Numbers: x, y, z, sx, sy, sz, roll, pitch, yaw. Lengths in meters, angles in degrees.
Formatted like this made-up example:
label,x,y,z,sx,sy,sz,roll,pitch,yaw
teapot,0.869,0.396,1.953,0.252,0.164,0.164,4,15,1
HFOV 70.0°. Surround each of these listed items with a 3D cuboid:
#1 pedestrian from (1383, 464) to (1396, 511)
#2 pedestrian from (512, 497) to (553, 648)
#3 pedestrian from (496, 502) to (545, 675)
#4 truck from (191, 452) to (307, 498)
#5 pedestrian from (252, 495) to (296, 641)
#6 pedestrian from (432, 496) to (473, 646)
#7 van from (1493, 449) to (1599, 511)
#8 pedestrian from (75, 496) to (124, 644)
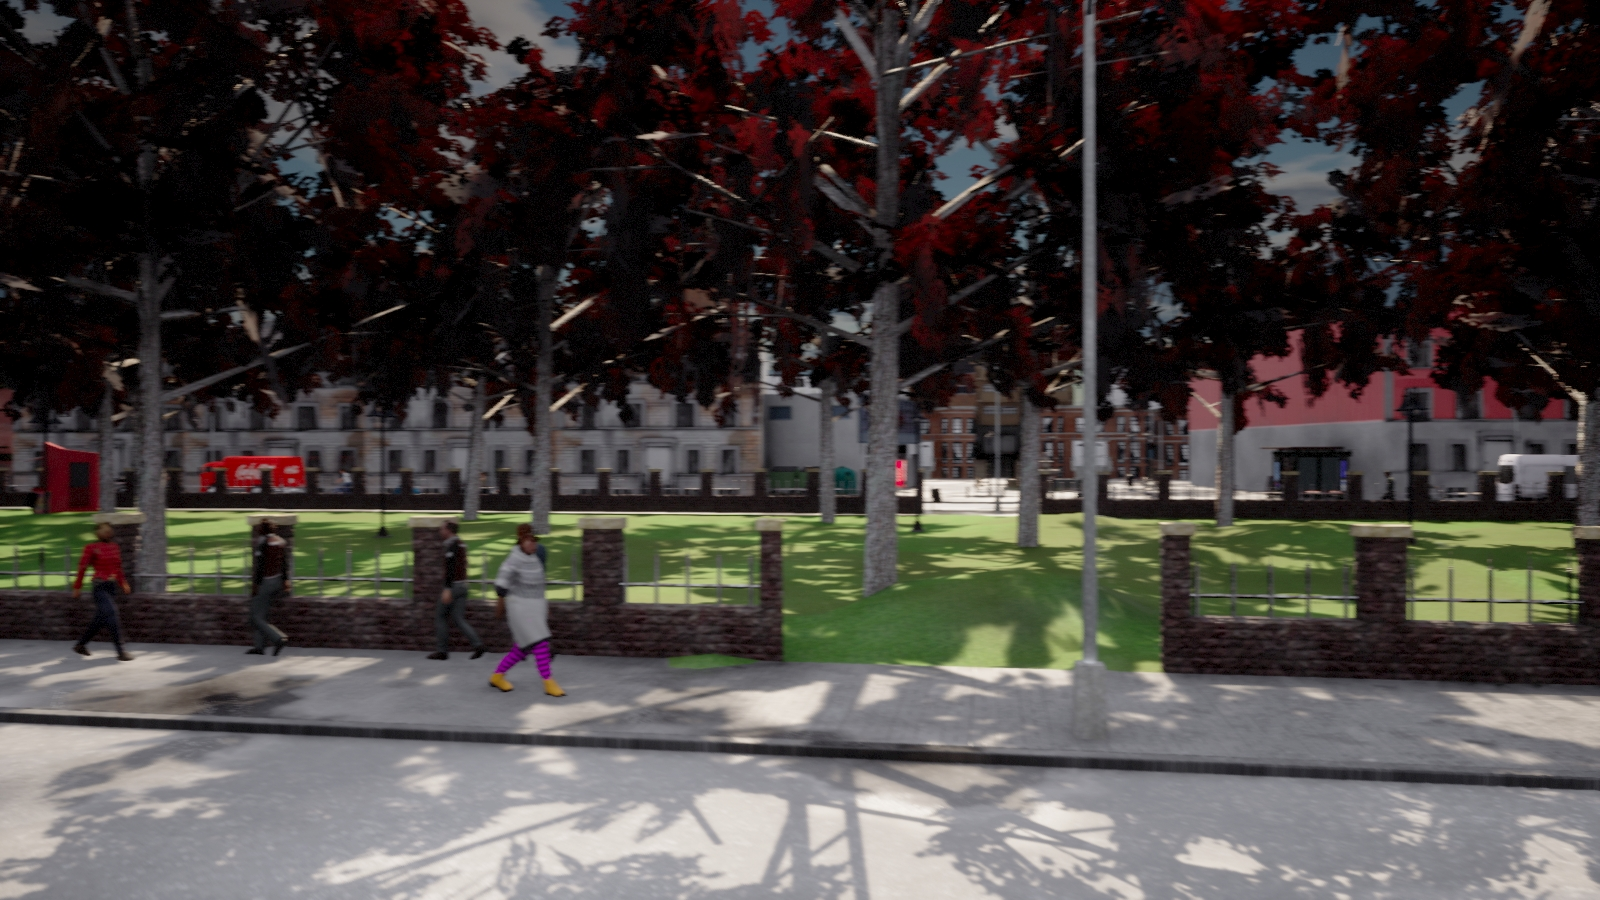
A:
label,x,y,z,sx,sy,sz,roll,pitch,yaw
pedestrian,23.505,1.480,45.580,0.375,1.860,0.375,0,0,9
pedestrian,-3.356,1.523,14.349,0.375,1.860,0.375,0,0,10
pedestrian,-3.099,1.522,12.667,0.375,1.860,0.375,0,0,22
truck,-30.455,1.363,63.236,5.204,2.467,2.627,0,0,9
pedestrian,-6.849,1.527,14.889,0.375,1.860,0.375,0,0,11
pedestrian,-4.420,1.523,14.528,0.375,1.860,0.375,0,0,8
van,33.305,1.256,48.870,5.915,2.561,1.988,0,0,9
pedestrian,-9.009,1.529,14.703,0.375,1.860,0.375,0,0,18
